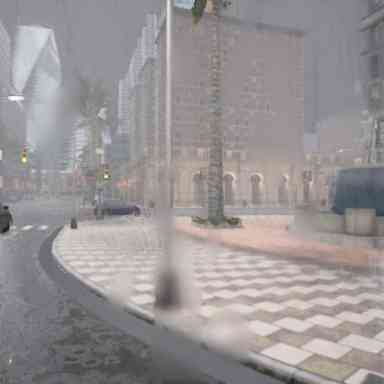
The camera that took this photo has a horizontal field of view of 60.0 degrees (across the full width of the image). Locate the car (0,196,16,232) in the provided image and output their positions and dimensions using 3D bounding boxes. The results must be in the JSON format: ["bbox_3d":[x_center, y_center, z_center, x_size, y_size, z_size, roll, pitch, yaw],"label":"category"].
[{"bbox_3d":[-11.293,1.317,17.755,2.150,2.045,5.566,0,-1,-18],"label":"car"}]

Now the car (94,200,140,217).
[{"bbox_3d":[-7.589,1.606,34.047,4.553,1.767,2.097,1,0,-36],"label":"car"}]
